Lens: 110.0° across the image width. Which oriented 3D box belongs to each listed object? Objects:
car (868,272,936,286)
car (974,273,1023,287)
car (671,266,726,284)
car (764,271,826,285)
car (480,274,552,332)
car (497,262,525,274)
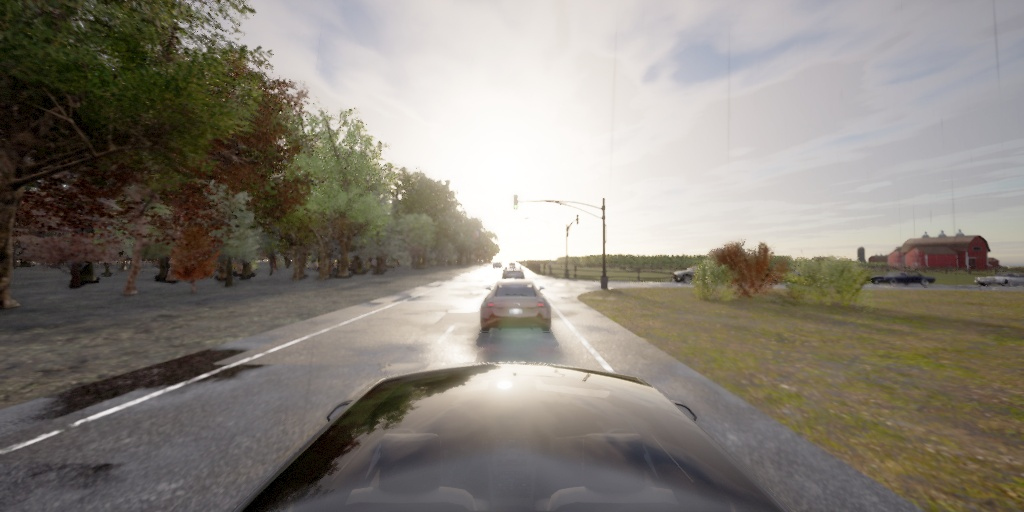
[{"bbox_3d":[36.629,2.149,33.843,4.718,1.301,1.895,1,-2,0],"label":"car"},{"bbox_3d":[46.870,2.259,33.760,4.718,1.301,1.895,1,-2,0],"label":"car"},{"bbox_3d":[17.564,1.695,33.982,4.553,1.767,2.097,1,-2,1],"label":"car"},{"bbox_3d":[26.611,2.040,33.895,4.718,1.301,1.895,1,-2,0],"label":"car"},{"bbox_3d":[0.103,1.419,11.254,1.994,1.385,4.181,0,-1,0],"label":"car"},{"bbox_3d":[0.101,1.564,31.213,2.128,1.511,4.902,0,0,0],"label":"car"}]
